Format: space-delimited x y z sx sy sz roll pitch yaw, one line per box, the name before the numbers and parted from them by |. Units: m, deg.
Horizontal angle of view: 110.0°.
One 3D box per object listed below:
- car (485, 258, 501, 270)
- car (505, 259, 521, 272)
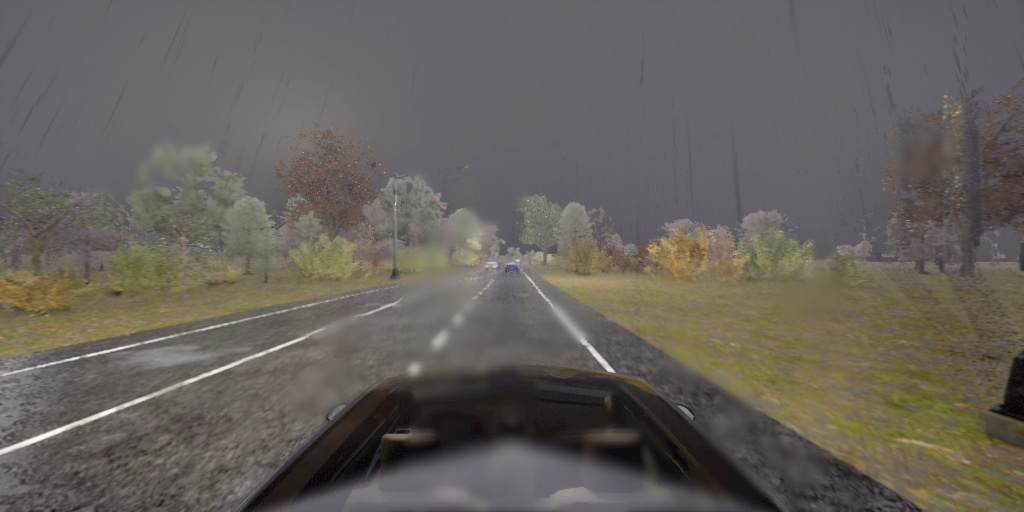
car | -3.559 1.447 63.482 2.150 2.045 5.566 0 0 0
car | -0.049 1.634 54.104 1.882 1.535 5.008 0 0 0
